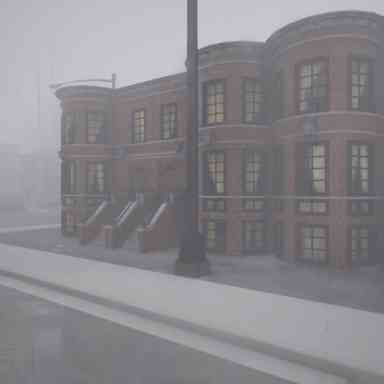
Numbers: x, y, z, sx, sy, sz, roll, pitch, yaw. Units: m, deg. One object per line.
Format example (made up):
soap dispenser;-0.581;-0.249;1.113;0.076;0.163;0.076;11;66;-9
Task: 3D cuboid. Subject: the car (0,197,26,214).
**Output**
car;-19.473;1.352;33.762;2.097;1.767;4.553;0;0;35

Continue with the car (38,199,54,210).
car;-17.260;1.478;42.899;1.882;1.535;5.008;0;0;35

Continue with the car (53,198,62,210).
car;-14.194;1.601;41.171;1.895;1.301;4.718;0;0;36
